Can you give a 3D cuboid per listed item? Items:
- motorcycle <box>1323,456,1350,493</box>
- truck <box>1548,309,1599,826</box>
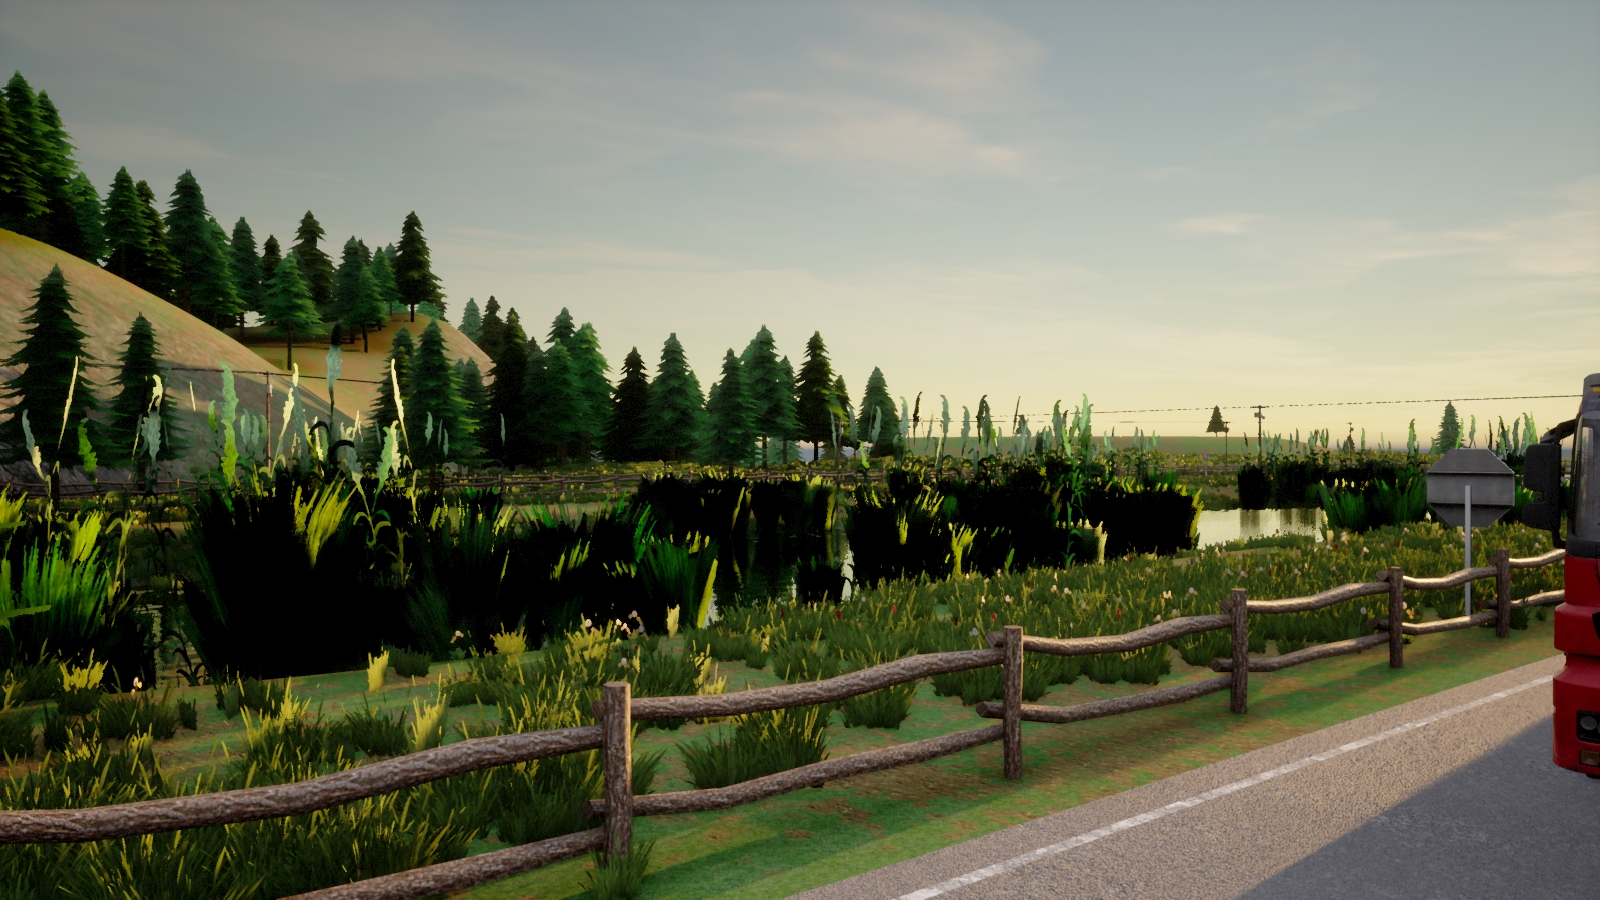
[{"bbox_3d":[34.996,1.577,74.472,2.033,2.348,0.803,0,0,-39],"label":"motorcycle"},{"bbox_3d":[9.517,0.862,10.950,2.891,3.827,8.468,0,0,40],"label":"truck"}]
